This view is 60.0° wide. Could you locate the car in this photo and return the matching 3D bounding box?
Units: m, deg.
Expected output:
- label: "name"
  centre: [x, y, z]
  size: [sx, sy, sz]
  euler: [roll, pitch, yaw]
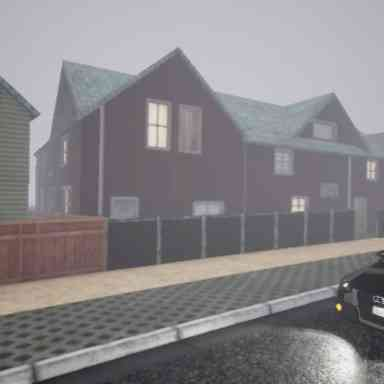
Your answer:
- label: "car"
  centre: [4.462, 1.580, 5.902]
  size: [4.181, 1.385, 1.994]
  euler: [0, 0, -32]
